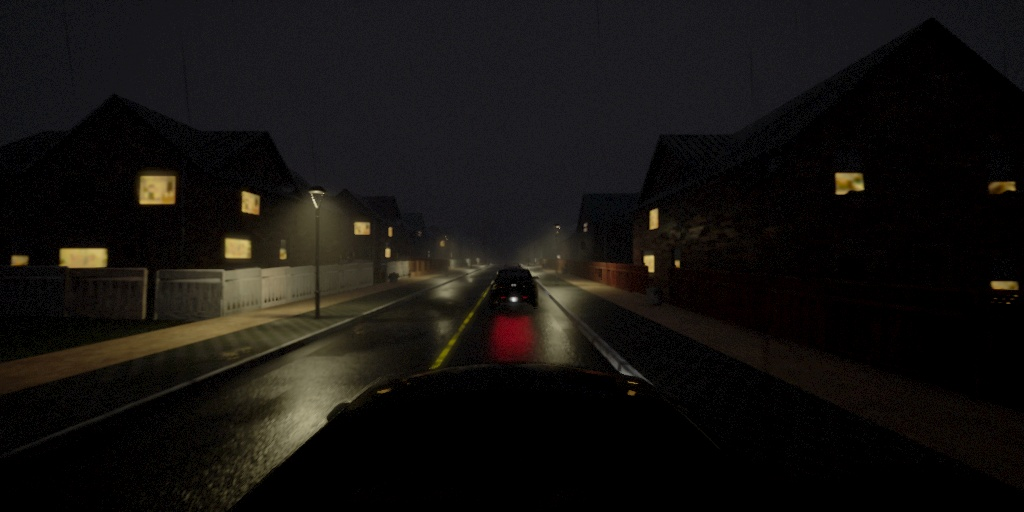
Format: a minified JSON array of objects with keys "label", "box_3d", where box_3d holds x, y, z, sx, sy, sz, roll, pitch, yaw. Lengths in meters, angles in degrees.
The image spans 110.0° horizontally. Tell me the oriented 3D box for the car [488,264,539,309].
[{"label":"car","box_3d":[0.070,1.252,14.995,1.837,1.490,4.892,0,0,0]}]
